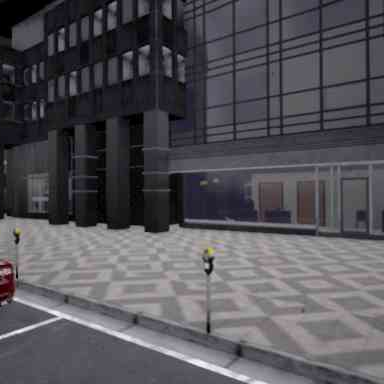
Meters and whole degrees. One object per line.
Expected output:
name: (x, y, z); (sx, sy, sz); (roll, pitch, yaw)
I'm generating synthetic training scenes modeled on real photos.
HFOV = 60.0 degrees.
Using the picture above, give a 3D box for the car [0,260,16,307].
car: (-5.395, 1.622, 6.800); (4.507, 1.381, 1.887); (-1, 0, 35)
